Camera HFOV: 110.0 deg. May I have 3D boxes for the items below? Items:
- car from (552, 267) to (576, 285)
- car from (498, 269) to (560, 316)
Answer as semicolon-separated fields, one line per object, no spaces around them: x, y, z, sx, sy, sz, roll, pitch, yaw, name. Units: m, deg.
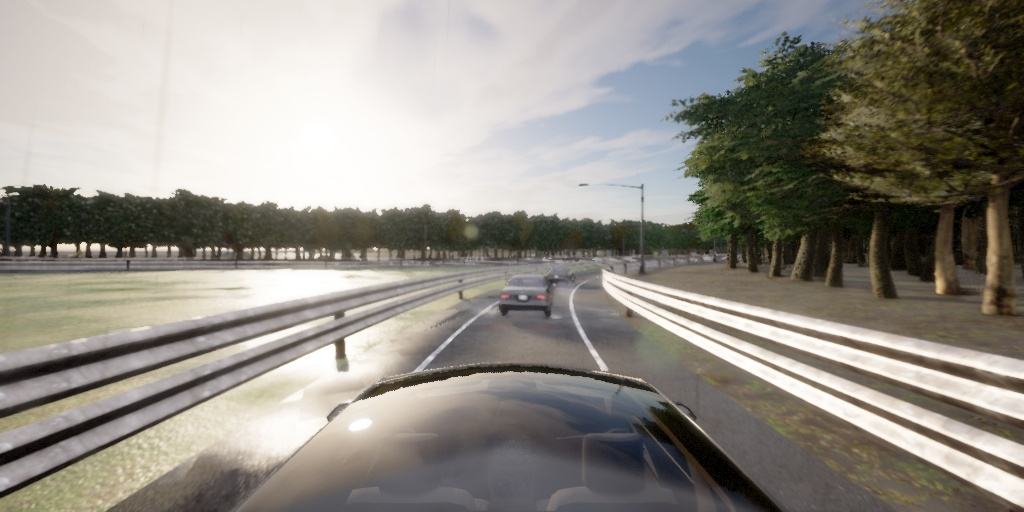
3.993;1.570;29.237;1.994;1.385;4.181;0;0;18;car
0.700;1.408;14.061;2.033;1.411;5.357;0;0;8;car
